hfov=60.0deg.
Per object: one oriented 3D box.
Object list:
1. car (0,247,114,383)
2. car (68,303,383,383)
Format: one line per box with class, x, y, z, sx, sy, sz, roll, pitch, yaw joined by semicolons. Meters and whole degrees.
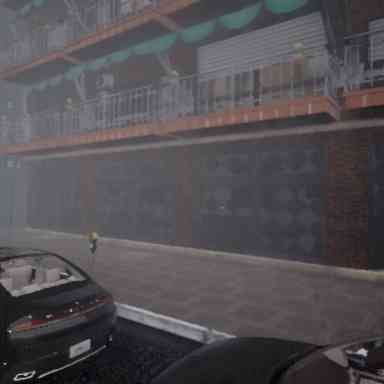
car;-3.044;1.531;5.048;4.403;1.369;2.008;0;0;36
car;1.565;1.552;1.759;4.403;1.369;2.008;0;0;36
